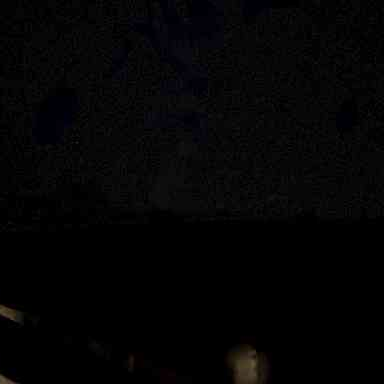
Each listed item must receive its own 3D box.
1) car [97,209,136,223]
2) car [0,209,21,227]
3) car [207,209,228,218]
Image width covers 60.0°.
[{"bbox_3d":[-8.554,2.648,37.763,2.128,1.511,4.902,0,-2,35],"label":"car"},{"bbox_3d":[-16.359,2.119,26.711,1.837,1.490,4.892,0,-2,34],"label":"car"},{"bbox_3d":[4.368,3.576,55.758,2.128,1.511,4.902,0,-3,36],"label":"car"}]
